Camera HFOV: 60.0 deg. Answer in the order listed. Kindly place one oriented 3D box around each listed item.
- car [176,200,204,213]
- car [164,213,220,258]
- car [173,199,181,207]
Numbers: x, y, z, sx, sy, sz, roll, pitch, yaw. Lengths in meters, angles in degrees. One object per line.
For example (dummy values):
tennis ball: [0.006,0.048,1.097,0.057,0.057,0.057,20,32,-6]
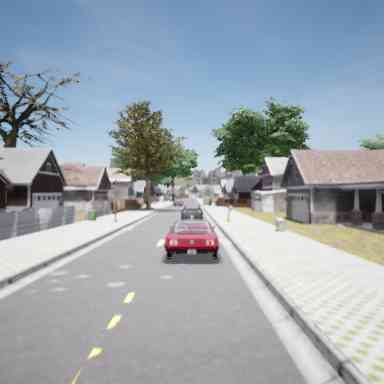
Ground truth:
car: [0.023,1.762,28.506,2.128,1.511,4.902,0,0,1]
car: [0.019,1.729,13.247,1.895,1.301,4.718,0,-1,1]
car: [-2.758,2.133,65.691,2.033,1.411,5.357,0,0,0]
